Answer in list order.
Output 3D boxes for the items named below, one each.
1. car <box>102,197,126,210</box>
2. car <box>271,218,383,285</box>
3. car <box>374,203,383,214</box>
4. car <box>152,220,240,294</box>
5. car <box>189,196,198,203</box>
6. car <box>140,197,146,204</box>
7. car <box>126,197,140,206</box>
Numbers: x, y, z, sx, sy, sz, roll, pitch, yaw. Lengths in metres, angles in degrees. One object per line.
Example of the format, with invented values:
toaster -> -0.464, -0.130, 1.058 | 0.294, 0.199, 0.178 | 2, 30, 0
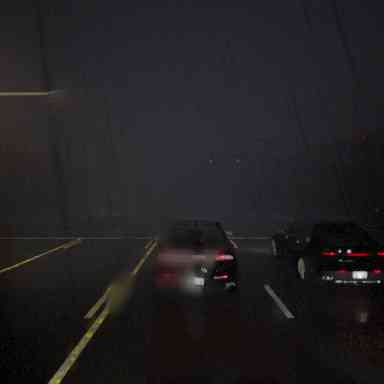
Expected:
car -> -10.499, 1.617, 44.232 | 1.895, 1.301, 4.718 | 0, 0, 0
car -> 3.602, 1.509, 9.511 | 1.837, 1.490, 4.892 | 0, 0, 0
car -> 18.106, 1.072, 28.267 | 4.902, 1.511, 2.128 | -5, 0, 0
car -> 0.097, 1.495, 8.781 | 2.128, 1.511, 4.902 | 0, 0, 0
car -> 0.252, 1.516, 66.847 | 2.128, 1.511, 4.902 | 0, 0, 0
car -> -10.380, 1.625, 65.292 | 1.895, 1.301, 4.718 | 0, 0, 1
car -> -10.463, 1.511, 54.408 | 2.128, 1.511, 4.902 | 0, 0, 0
